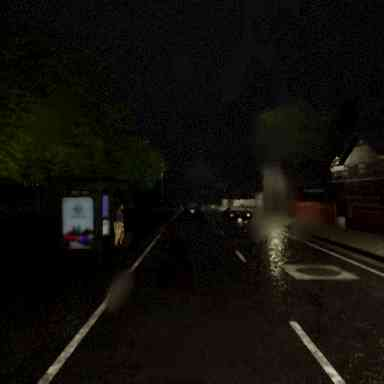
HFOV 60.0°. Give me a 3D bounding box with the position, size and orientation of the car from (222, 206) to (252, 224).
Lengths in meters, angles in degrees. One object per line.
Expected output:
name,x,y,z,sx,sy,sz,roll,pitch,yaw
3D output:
car,3.572,1.812,27.016,1.895,1.301,4.718,0,-1,0

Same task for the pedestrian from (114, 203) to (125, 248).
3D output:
pedestrian,-2.956,1.366,13.632,0.375,1.860,0.375,0,0,10

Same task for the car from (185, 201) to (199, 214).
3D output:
car,0.024,1.985,43.440,1.812,1.442,4.674,0,-1,0

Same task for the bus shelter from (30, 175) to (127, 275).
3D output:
bus shelter,-3.521,0.912,11.136,1.920,2.740,3.880,0,0,0

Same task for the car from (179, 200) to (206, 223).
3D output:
car,0.043,1.579,28.203,2.097,1.767,4.553,0,-1,0
